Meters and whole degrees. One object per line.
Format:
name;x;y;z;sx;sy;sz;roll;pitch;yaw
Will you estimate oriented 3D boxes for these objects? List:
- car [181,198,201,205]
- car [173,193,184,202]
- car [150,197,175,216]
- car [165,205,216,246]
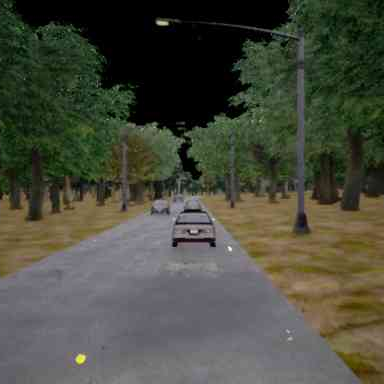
car;0.104;1.597;36.894;1.994;1.385;4.181;0;0;0
car;-2.983;1.353;74.599;2.150;2.045;5.566;0;0;0
car;-3.086;1.536;33.622;1.837;1.490;4.892;0;0;0
car;0.085;1.554;15.194;2.033;1.411;5.357;0;0;0
